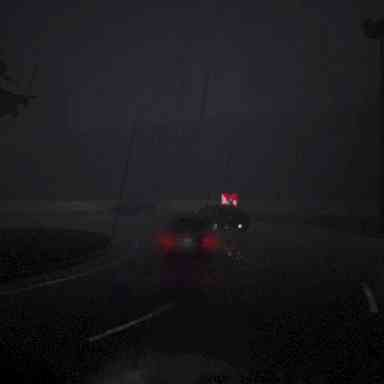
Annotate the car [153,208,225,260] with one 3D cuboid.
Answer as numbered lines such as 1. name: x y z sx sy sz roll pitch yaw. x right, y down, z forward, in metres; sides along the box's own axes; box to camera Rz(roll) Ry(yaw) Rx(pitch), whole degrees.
1. car: -0.100 1.530 12.309 2.033 1.411 5.357 0 0 0

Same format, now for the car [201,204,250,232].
1. car: 1.355 1.473 19.150 1.837 1.490 4.892 2 -1 -27

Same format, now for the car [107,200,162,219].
1. car: -4.972 1.480 28.406 4.892 1.490 1.837 0 -1 21

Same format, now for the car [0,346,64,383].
1. car: -3.054 1.534 1.546 4.674 1.442 1.812 0 1 -27

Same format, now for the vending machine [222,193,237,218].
1. vending machine: 3.215 1.143 28.555 0.880 2.100 1.100 0 0 40
